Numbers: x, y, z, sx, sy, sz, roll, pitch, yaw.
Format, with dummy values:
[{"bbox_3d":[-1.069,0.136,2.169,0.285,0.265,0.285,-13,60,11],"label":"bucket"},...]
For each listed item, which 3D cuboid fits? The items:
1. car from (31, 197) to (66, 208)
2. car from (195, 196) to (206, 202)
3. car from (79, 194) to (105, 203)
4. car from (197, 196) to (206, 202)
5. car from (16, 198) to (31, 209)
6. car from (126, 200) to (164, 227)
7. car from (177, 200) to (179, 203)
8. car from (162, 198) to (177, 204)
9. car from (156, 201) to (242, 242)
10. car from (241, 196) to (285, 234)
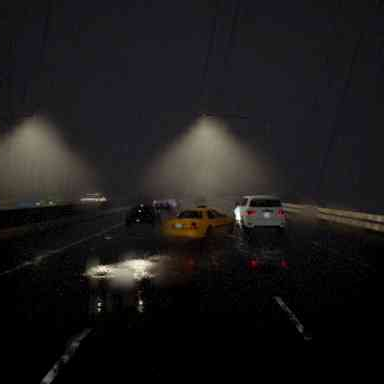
[{"bbox_3d":[-16.880,1.360,40.036,2.097,1.767,4.553,0,0,2],"label":"car"},{"bbox_3d":[1.678,1.534,64.199,2.128,1.511,4.902,0,0,3],"label":"car"},{"bbox_3d":[-13.249,1.234,44.368,2.150,2.045,5.566,0,0,1],"label":"car"},{"bbox_3d":[2.245,1.600,78.802,2.033,1.411,5.357,0,0,3],"label":"car"},{"bbox_3d":[-20.321,1.486,42.125,1.882,1.535,5.008,0,0,2],"label":"car"},{"bbox_3d":[-3.219,1.525,22.383,1.812,1.442,4.674,0,0,1],"label":"car"},{"bbox_3d":[-2.659,1.564,44.313,2.033,1.411,5.357,0,0,2],"label":"car"},{"bbox_3d":[-2.974,1.499,33.348,2.128,1.511,4.902,0,0,1],"label":"car"},{"bbox_3d":[0.588,1.455,16.618,1.801,1.575,5.366,-1,0,28],"label":"car"},{"bbox_3d":[3.836,1.221,19.466,2.150,2.045,5.566,0,0,1],"label":"car"}]
